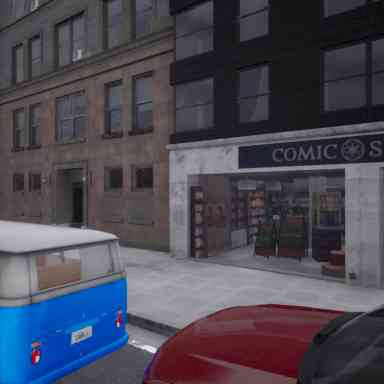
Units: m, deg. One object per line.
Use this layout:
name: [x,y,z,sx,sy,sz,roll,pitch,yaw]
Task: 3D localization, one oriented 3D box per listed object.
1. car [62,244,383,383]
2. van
car: [1.899,1.315,1.456,5.009,1.841,2.192,0,0,36]
van: [-2.723,1.341,4.755,3.998,1.788,1.690,0,0,36]
